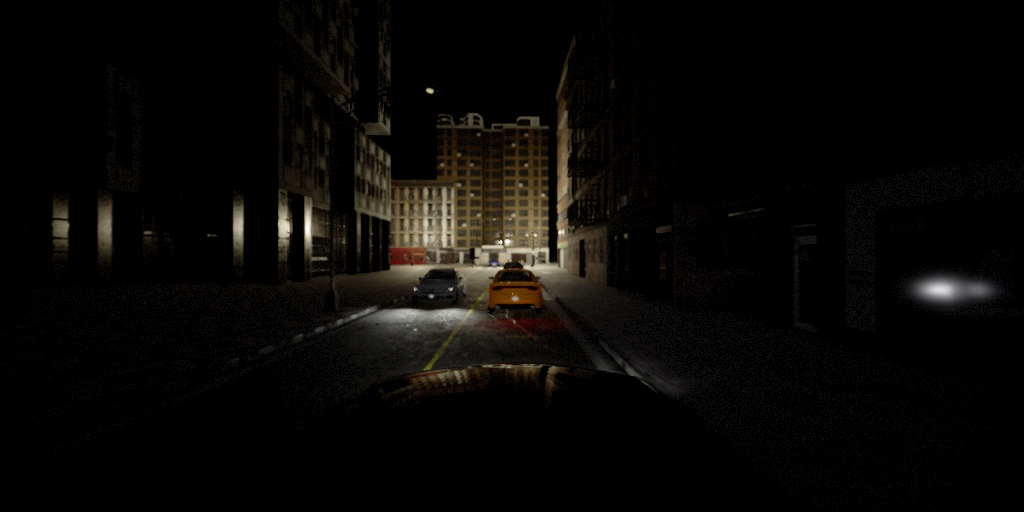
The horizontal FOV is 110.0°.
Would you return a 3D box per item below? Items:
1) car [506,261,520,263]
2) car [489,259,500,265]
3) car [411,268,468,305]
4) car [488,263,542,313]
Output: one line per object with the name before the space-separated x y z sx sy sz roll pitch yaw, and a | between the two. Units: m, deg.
car | 0.108 1.219 32.431 1.882 1.535 5.008 0 0 0
car | -2.985 1.228 62.325 1.812 1.442 4.674 0 0 0
car | -3.096 1.277 16.081 1.812 1.442 4.674 0 0 0
car | 0.103 1.229 14.085 1.882 1.535 5.008 0 0 0
